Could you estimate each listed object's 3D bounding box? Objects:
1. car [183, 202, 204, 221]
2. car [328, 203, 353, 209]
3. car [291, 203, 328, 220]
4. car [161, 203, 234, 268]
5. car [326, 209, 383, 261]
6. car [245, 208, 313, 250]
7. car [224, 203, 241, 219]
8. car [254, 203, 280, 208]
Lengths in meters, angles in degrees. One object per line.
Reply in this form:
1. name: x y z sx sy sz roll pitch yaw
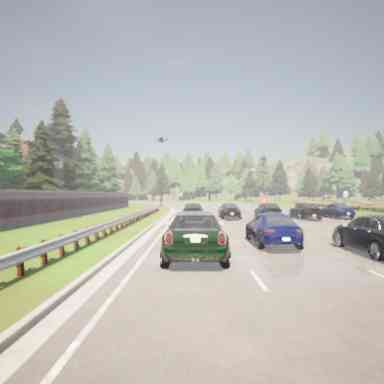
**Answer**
1. car: 0.100 1.770 31.184 1.837 1.490 4.892 0 0 0
2. car: 14.100 1.797 32.241 1.812 1.442 4.674 0 0 0
3. car: 10.602 1.770 31.220 1.837 1.490 4.892 0 0 0
4. car: 0.100 1.452 11.883 2.097 1.767 4.553 0 -1 0
5. car: 7.101 1.614 12.652 1.837 1.490 4.892 0 0 0
6. car: 3.600 1.653 14.987 1.812 1.442 4.674 0 0 0
7. car: 3.601 1.797 32.158 1.812 1.442 4.674 0 0 0
8. car: 7.101 1.770 31.215 1.837 1.490 4.892 0 0 0
